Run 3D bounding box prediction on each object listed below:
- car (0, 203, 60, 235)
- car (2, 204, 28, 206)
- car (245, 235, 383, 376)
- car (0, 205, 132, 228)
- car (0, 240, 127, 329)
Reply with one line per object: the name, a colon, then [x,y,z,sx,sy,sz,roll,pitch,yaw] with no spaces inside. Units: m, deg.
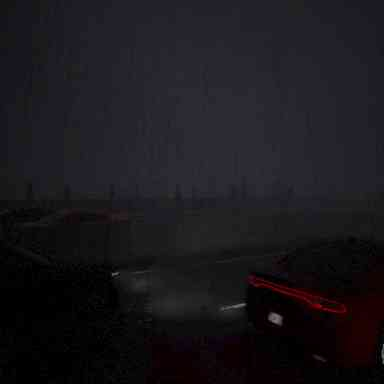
car: [-9.976,1.420,18.109,4.902,1.511,2.128,0,0,-33]
car: [-7.946,1.445,15.272,4.892,1.490,1.837,0,0,-33]
car: [3.173,1.468,5.569,5.008,1.535,1.882,0,0,-32]
car: [-4.807,1.430,13.162,5.008,1.535,1.882,0,0,-33]
car: [-3.396,1.502,5.477,4.674,1.442,1.812,0,0,-35]
